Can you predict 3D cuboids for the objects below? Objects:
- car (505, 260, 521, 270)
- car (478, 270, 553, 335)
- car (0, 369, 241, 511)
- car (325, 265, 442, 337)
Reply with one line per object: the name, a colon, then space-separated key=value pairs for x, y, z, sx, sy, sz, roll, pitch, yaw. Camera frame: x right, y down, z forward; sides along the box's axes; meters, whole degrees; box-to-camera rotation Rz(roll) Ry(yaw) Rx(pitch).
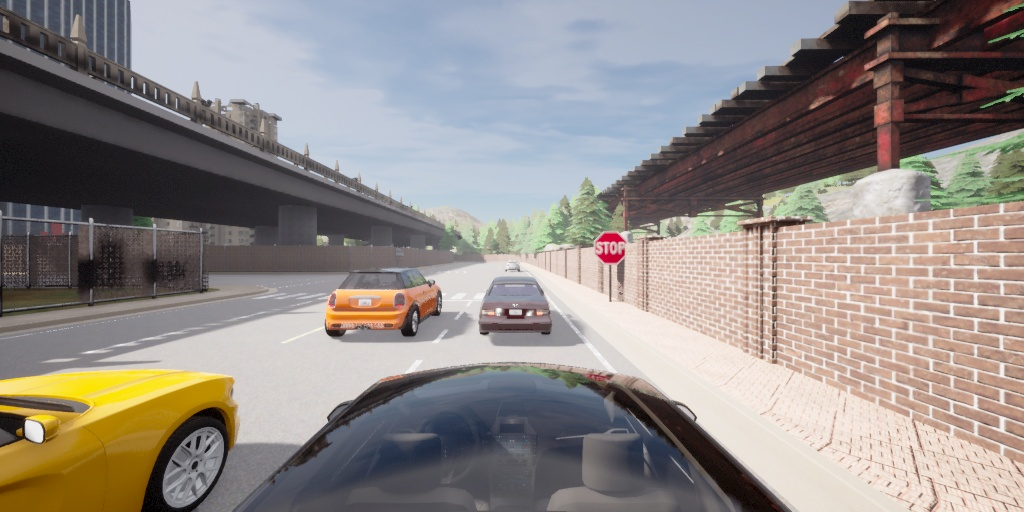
car: x=0.067 y=1.276 z=46.348 sx=1.812 sy=1.442 sz=4.674 roll=0 pitch=0 yaw=-1
car: x=0.078 y=1.297 z=10.485 sx=2.033 sy=1.411 sz=5.357 roll=0 pitch=0 yaw=0
car: x=-3.398 y=1.228 z=1.205 sx=1.882 sy=1.535 sz=5.008 roll=0 pitch=0 yaw=0
car: x=-3.423 y=1.102 z=10.463 sx=2.097 sy=1.767 sz=4.553 roll=0 pitch=0 yaw=0
